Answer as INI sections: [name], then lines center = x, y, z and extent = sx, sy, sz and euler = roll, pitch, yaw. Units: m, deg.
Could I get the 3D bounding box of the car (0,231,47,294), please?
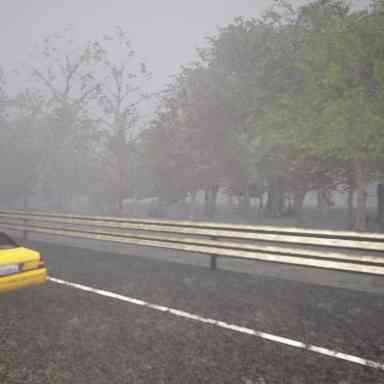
[car]
center = -5.563, 1.451, 7.810
extent = 5.366, 1.575, 1.801
euler = 0, 0, 35
